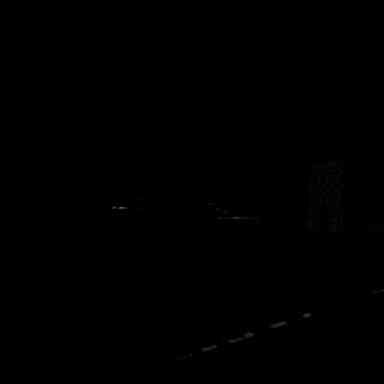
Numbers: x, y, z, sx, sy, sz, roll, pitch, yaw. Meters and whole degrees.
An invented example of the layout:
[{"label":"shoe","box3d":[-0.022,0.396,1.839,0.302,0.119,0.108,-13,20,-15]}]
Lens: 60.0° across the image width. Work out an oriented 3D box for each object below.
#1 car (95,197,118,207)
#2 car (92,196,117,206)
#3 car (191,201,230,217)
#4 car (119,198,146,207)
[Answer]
[{"label":"car","box3d":[-12.529,1.628,50.805,1.895,1.301,4.718,2,-1,-39]},{"label":"car","box3d":[-15.446,1.573,58.532,2.128,1.511,4.902,2,-1,-41]},{"label":"car","box3d":[1.732,1.594,32.894,1.812,1.442,4.674,2,-1,-38]},{"label":"car","box3d":[-8.779,1.622,50.709,1.812,1.442,4.674,2,-1,-39]}]
